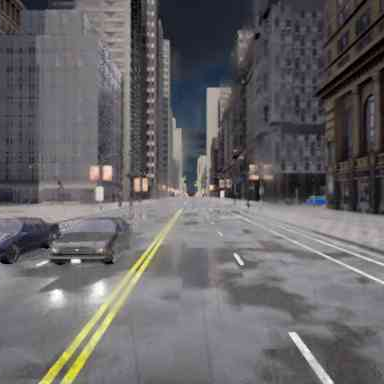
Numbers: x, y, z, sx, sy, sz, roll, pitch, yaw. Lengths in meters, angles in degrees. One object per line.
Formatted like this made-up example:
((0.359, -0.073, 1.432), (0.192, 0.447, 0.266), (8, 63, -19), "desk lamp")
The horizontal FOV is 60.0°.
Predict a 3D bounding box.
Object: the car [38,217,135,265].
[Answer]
((-3.355, 1.640, 12.288), (2.033, 1.411, 5.357), (0, 0, 0), "car")

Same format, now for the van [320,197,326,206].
((24.691, 1.704, 57.132), (3.998, 1.788, 1.690), (0, 0, 0), "van")

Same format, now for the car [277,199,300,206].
((19.105, 1.998, 65.678), (4.403, 1.369, 2.008), (0, 0, 0), "car")

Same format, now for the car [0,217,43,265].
((-6.606, 1.640, 12.286), (2.033, 1.411, 5.357), (0, 0, 0), "car")

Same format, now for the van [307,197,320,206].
((24.724, 1.776, 65.657), (3.998, 1.788, 1.690), (0, 0, 0), "van")

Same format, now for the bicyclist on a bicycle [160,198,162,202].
((-8.775, 2.159, 93.551), (0.866, 1.612, 1.509), (0, -1, 0), "bicyclist on a bicycle")

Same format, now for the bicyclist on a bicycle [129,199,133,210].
((-8.766, 1.807, 47.674), (0.582, 1.620, 1.656), (0, 0, 0), "bicyclist on a bicycle")
